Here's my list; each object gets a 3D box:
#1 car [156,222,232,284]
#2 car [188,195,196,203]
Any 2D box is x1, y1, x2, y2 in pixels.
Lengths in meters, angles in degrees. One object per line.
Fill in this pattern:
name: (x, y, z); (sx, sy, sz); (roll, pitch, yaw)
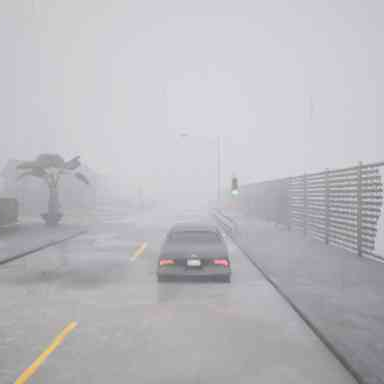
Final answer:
car: (0.071, 1.607, 9.772); (2.033, 1.411, 5.357); (0, 0, 1)
car: (-0.014, 1.743, 85.983); (2.150, 2.045, 5.566); (0, 0, 0)
